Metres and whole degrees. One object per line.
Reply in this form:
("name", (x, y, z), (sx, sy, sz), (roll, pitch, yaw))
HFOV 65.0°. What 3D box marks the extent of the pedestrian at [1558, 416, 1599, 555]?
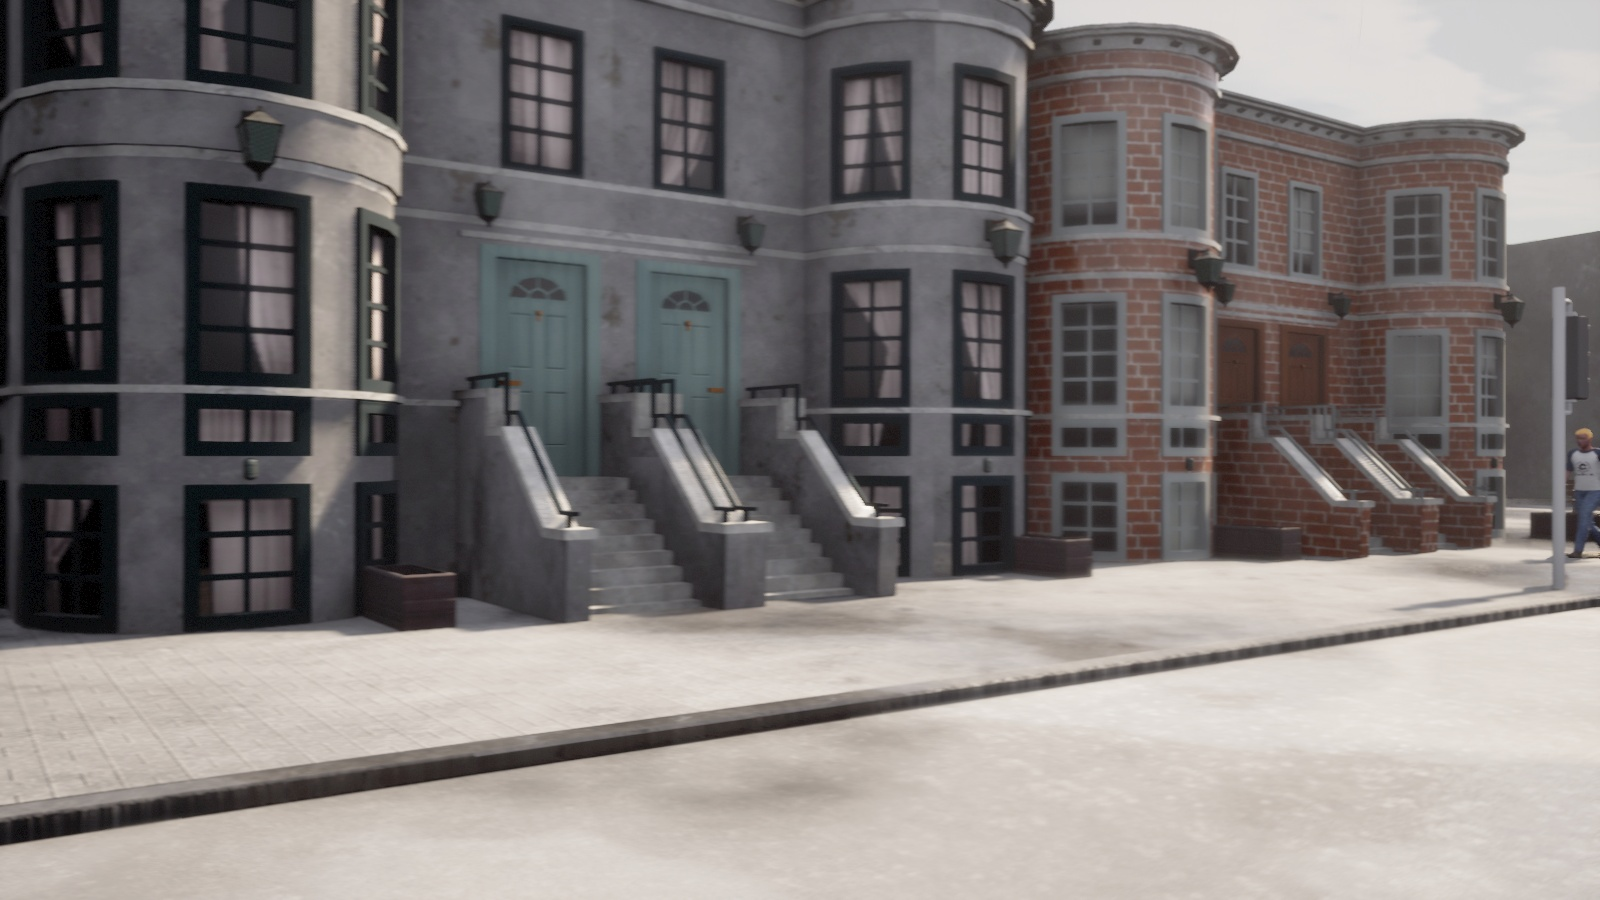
("pedestrian", (10.571, 0.468, 16.838), (0.706, 1.836, 0.354), (0, 0, -26))
